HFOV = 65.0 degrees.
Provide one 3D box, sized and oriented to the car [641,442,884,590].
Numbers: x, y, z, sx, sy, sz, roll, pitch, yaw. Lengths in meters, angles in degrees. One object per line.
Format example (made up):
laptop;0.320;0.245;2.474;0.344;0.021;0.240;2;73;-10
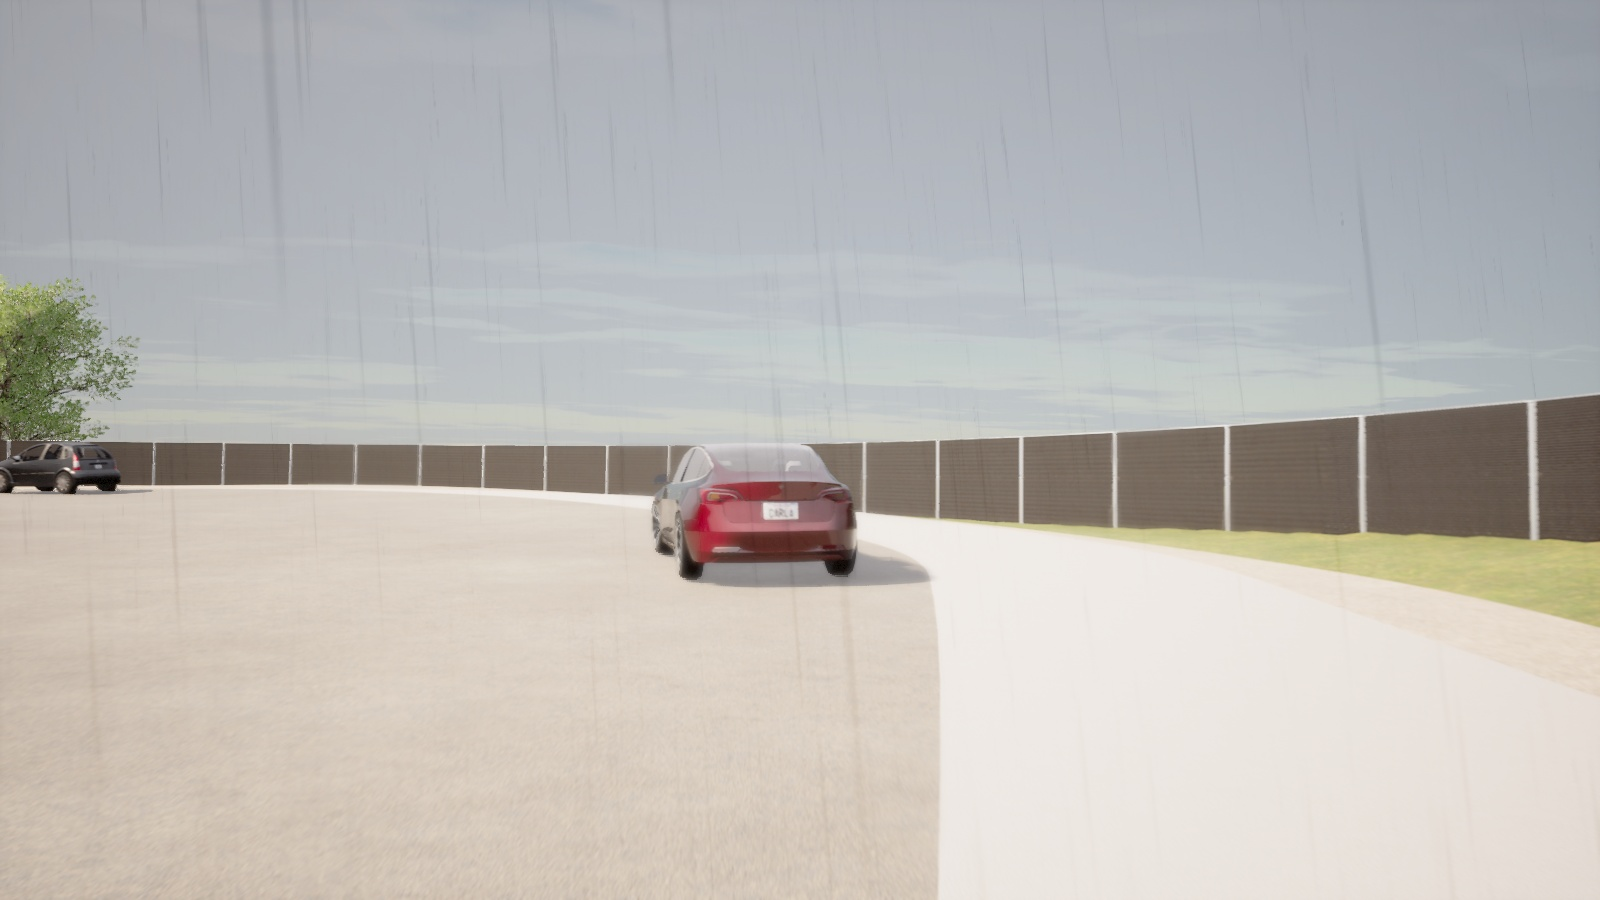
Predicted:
car;-0.660;0.647;15.208;2.163;1.488;4.792;0;0;-11

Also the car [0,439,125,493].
car;-23.714;0.483;39.806;3.988;1.617;1.851;0;1;19
